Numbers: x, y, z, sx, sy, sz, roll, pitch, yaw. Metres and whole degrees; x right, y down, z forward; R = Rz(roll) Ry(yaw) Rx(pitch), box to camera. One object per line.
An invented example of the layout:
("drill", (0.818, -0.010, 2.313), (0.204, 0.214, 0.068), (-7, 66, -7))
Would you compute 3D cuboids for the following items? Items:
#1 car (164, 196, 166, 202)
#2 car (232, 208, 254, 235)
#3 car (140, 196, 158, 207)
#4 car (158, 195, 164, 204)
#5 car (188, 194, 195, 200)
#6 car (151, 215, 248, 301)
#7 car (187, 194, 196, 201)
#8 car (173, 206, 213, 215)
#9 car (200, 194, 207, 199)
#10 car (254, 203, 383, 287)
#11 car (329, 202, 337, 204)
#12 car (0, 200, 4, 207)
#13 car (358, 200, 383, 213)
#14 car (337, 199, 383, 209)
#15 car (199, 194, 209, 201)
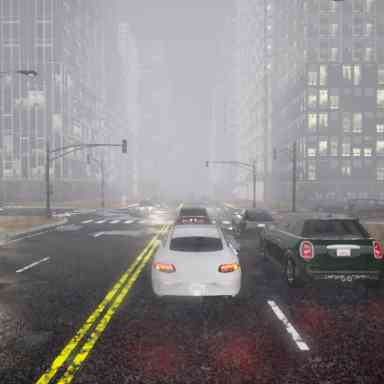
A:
("car", (-6.680, 1.416, 71.451), (1.882, 1.535, 5.008), (0, 0, 0))
("car", (3.305, 1.555, 17.823), (1.994, 1.385, 4.181), (0, 0, 0))
("car", (-6.717, 1.528, 50.752), (1.994, 1.385, 4.181), (0, 0, 0))
("car", (-6.721, 1.429, 61.076), (1.882, 1.535, 5.008), (0, 0, 1))
("car", (-0.227, 1.220, 90.742), (1.882, 1.535, 5.008), (0, 0, 0))
("car", (0.081, 1.522, 8.160), (1.812, 1.442, 4.674), (0, 0, 0))
("car", (-0.200, 1.418, 80.325), (1.837, 1.490, 4.892), (0, 0, 0))
("car", (0.057, 1.495, 17.408), (1.837, 1.490, 4.892), (0, 0, 0))
("car", (3.023, 1.266, 90.749), (1.812, 1.442, 4.674), (0, 0, 0))
("car", (3.327, 1.348, 9.436), (2.097, 1.767, 4.553), (0, 0, 0))
("car", (15.004, 1.701, 35.378), (4.718, 1.301, 1.895), (0, 1, 1))
("car", (-22.964, 1.252, 35.922), (4.902, 1.511, 2.128), (1, 1, 1))
("car", (21.715, 1.643, 37.876), (4.829, 1.417, 1.752), (1, 0, 1))
("car", (16.127, 1.519, 29.575), (5.009, 1.841, 2.192), (1, 0, 1))
("car", (3.050, 1.396, 80.332), (1.882, 1.535, 5.008), (0, 0, 0))
